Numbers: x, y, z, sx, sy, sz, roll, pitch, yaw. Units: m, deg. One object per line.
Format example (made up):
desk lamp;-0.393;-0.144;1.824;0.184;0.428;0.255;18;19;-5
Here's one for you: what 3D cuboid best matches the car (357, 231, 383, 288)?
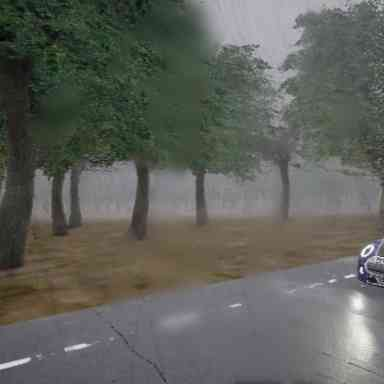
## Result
car;6.177;1.418;8.392;4.553;1.767;2.097;0;0;-35
